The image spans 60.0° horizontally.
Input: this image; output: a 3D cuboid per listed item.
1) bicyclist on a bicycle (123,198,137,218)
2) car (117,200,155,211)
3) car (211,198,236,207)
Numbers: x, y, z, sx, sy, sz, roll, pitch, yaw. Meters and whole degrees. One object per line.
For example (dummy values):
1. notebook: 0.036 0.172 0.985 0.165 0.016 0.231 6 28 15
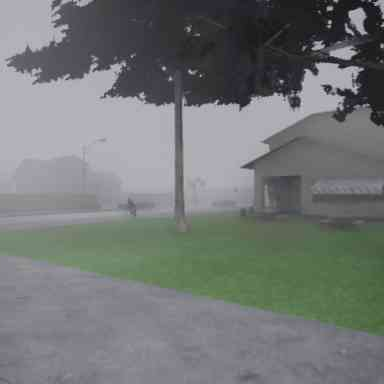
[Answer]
1. bicyclist on a bicycle: -5.246 1.352 28.219 1.656 1.620 0.582 0 0 36
2. car: -6.784 1.605 40.471 1.895 1.301 4.718 0 0 36
3. car: 4.872 1.604 49.697 1.895 1.301 4.718 0 0 36
